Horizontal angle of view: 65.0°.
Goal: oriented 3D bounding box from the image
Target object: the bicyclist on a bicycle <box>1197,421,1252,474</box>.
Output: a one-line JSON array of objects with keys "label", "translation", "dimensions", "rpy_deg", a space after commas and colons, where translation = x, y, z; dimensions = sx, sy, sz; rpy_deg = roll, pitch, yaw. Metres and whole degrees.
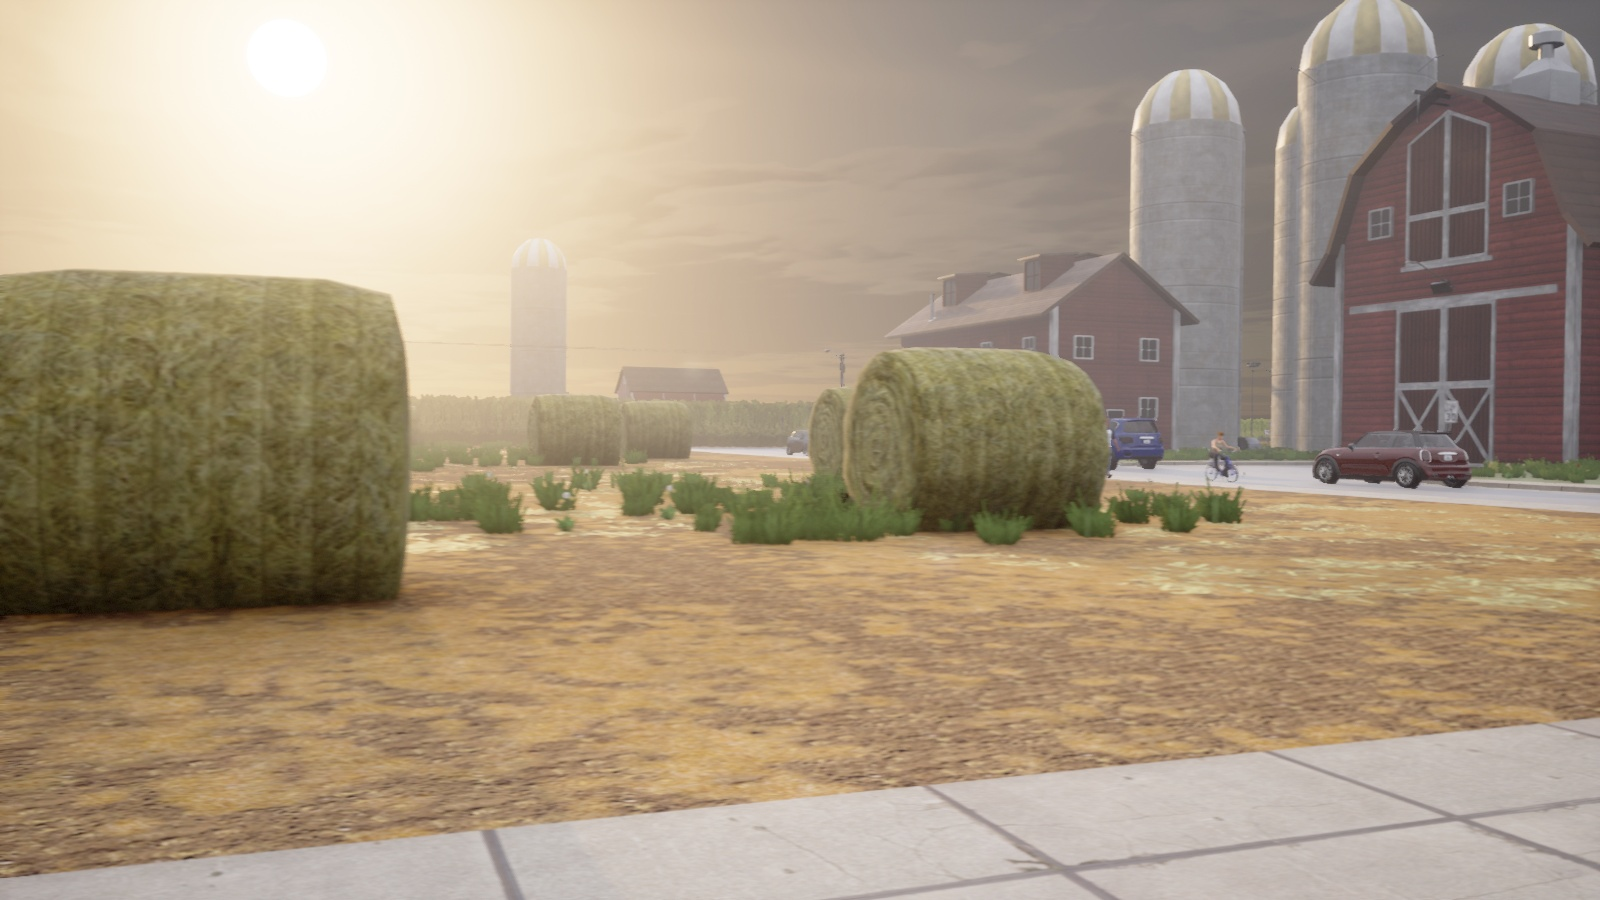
[{"label": "bicyclist on a bicycle", "translation": [13.277, -0.075, 39.323], "dimensions": [0.866, 1.612, 1.509], "rpy_deg": [-1, 1, -22]}]

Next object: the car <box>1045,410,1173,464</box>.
[{"label": "car", "translation": [12.413, -0.520, 50.873], "dimensions": [2.150, 2.045, 5.566], "rpy_deg": [-1, 1, -22]}]

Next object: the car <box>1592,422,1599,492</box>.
[{"label": "car", "translation": [18.943, 0.153, 25.205], "dimensions": [2.163, 1.488, 4.792], "rpy_deg": [-1, 1, -22]}]

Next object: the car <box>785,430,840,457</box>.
[{"label": "car", "translation": [0.649, -0.375, 70.857], "dimensions": [1.845, 1.501, 3.633], "rpy_deg": [-1, 1, -22]}]

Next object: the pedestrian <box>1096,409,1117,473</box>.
[{"label": "pedestrian", "translation": [8.853, -0.256, 36.304], "dimensions": [0.354, 1.836, 0.706], "rpy_deg": [-1, 1, -8]}]

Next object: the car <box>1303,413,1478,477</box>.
[{"label": "car", "translation": [17.663, -0.176, 37.802], "dimensions": [2.097, 1.767, 4.553], "rpy_deg": [-1, 1, -22]}]
